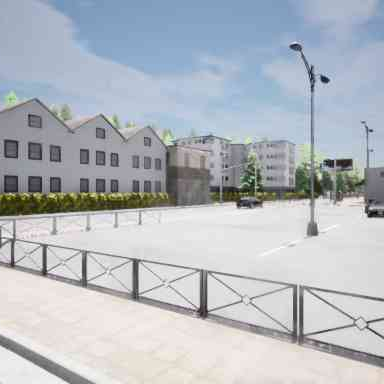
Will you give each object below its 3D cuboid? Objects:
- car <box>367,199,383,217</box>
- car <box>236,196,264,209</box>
[{"bbox_3d":[15.416,1.298,26.814,2.007,1.523,4.514,0,0,35],"label":"car"},{"bbox_3d":[7.360,1.286,41.957,1.882,1.535,5.008,0,0,35],"label":"car"}]
